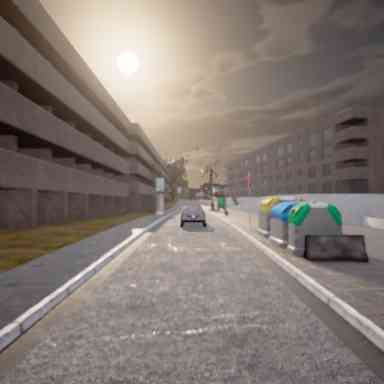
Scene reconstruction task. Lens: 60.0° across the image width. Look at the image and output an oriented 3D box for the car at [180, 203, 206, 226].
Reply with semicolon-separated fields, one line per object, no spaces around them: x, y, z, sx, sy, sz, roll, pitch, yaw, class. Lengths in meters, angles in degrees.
0.090;1.744;24.845;2.033;1.411;5.357;0;-1;0;car
